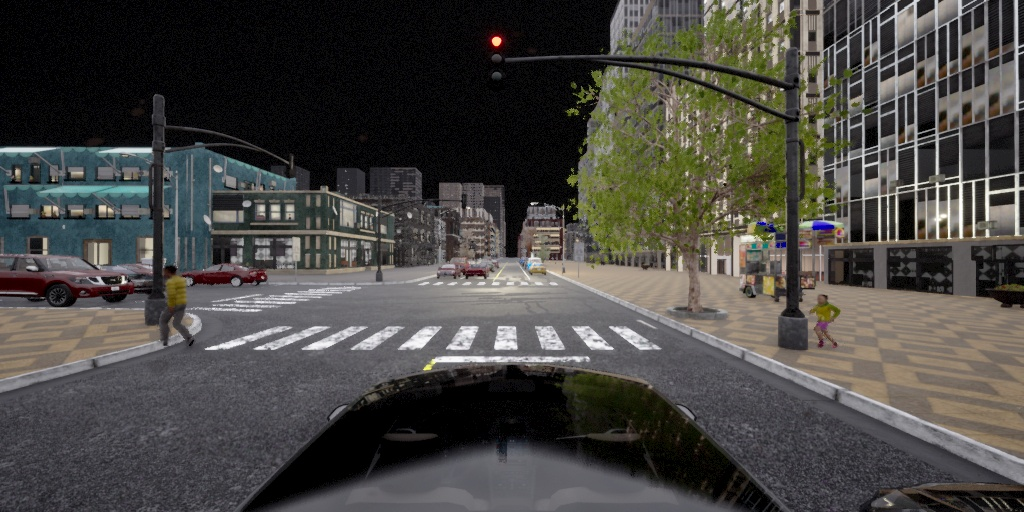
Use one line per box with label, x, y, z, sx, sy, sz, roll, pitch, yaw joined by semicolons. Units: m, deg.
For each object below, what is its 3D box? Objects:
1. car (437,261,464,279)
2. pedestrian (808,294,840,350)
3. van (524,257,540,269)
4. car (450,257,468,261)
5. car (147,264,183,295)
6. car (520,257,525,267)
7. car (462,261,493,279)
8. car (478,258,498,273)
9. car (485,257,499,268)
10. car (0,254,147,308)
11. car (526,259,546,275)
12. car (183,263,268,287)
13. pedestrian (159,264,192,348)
car;-5.666;1.335;32.553;1.802;1.307;4.207;0;0;0
pedestrian;6.161;1.272;7.037;0.500;1.100;0.500;0;0;0
van;2.722;1.096;43.651;1.690;1.789;3.998;0;0;0
car;-5.662;1.069;38.104;2.192;1.841;5.009;0;0;0
car;-18.228;1.083;15.751;5.357;1.411;2.033;1;0;-1
car;2.730;1.307;54.753;2.007;1.370;4.403;0;0;0
car;-3.075;1.354;32.417;1.895;1.301;4.718;0;0;0
car;-3.065;1.260;43.236;1.837;1.490;4.892;0;0;0
car;-3.040;1.283;57.026;1.812;1.442;4.674;0;0;0
car;-17.150;0.850;13.173;5.009;1.841;2.192;0;0;-1
car;2.718;1.279;38.270;1.751;1.417;4.829;0;0;0
car;-17.262;1.122;21.552;4.507;1.381;1.888;0;0;-1
pedestrian;-7.373;1.045;7.793;0.375;1.860;0.375;0;0;0
